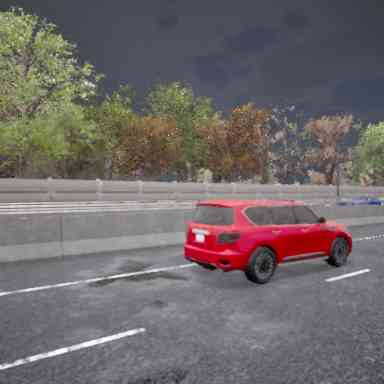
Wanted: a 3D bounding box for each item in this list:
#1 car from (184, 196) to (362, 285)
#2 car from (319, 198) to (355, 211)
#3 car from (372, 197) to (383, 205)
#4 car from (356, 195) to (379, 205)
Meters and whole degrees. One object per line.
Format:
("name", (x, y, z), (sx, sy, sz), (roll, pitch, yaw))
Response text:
("car", (2.401, 1.240, 9.810), (5.566, 2.045, 2.150), (0, 0, -35))
("car", (18.849, 1.621, 43.214), (4.902, 1.511, 2.128), (0, 0, -35))
("car", (22.960, 1.621, 37.552), (4.902, 1.511, 2.128), (0, 0, -35))
("car", (20.763, 1.349, 40.283), (5.566, 2.045, 2.150), (0, 0, -35))
